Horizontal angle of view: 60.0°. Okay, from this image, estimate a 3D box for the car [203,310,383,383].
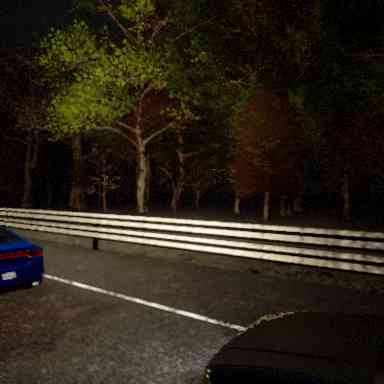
[{"bbox_3d":[2.631,1.553,2.112,5.357,1.411,2.033,0,0,35],"label":"car"}]

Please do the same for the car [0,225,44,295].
[{"bbox_3d":[-5.482,1.428,7.753,5.008,1.535,1.882,0,0,35],"label":"car"}]
